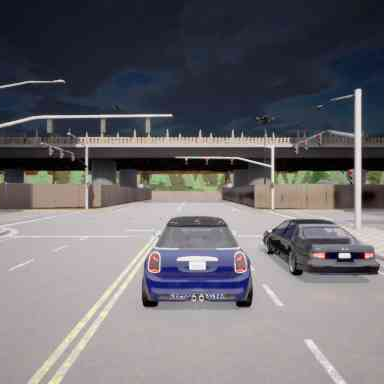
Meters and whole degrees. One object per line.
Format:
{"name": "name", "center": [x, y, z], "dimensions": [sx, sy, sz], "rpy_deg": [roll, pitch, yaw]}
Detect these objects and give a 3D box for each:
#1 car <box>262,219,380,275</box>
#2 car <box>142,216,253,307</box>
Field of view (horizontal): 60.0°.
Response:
{"name": "car", "center": [3.600, 1.547, 10.356], "dimensions": [2.033, 1.411, 5.357], "rpy_deg": [0, 0, 0]}
{"name": "car", "center": [0.100, 1.352, 8.135], "dimensions": [2.097, 1.767, 4.553], "rpy_deg": [0, 0, 0]}
